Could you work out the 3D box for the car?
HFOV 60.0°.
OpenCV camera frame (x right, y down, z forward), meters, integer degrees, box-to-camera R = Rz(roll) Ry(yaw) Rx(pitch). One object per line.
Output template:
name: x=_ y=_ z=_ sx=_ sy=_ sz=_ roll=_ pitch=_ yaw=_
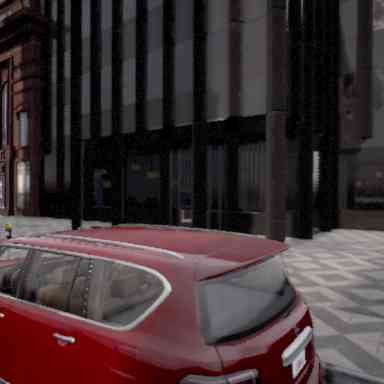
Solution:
car: x=-1.173 y=1.310 z=3.797 sx=5.009 sy=1.841 sz=2.192 roll=0 pitch=0 yaw=36
